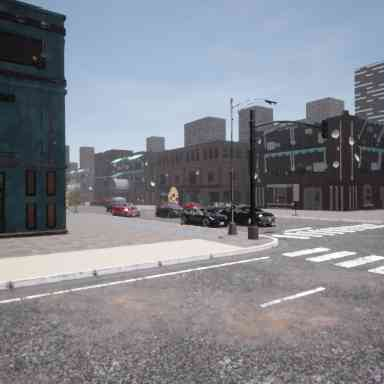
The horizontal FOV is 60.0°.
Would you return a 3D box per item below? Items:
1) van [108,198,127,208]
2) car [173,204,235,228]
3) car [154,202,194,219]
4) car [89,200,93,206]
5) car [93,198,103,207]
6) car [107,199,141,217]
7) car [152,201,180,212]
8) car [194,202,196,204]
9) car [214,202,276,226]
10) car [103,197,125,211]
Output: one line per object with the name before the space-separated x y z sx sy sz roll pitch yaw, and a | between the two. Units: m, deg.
van | -13.228 1.906 58.936 1.690 1.788 3.998 -1 0 -36
car | 0.797 1.814 24.686 1.947 1.339 4.313 -2 0 -36
car | -2.028 1.884 33.338 1.994 1.385 4.181 -1 0 -35
car | -19.659 2.227 67.944 1.887 1.381 4.507 -1 0 -36
car | -16.446 1.939 63.440 2.192 1.841 5.009 -1 0 -36
car | -7.173 1.846 36.048 1.967 1.590 4.097 -1 0 -36
car | -3.569 1.965 45.425 1.802 1.307 4.206 -2 0 -36
car | -0.353 1.903 40.921 1.802 1.307 4.206 -2 0 -36
car | 4.017 1.705 24.800 1.837 1.490 4.892 -1 0 -34
car | -9.675 1.823 44.055 2.097 1.767 4.553 -1 -1 -34
